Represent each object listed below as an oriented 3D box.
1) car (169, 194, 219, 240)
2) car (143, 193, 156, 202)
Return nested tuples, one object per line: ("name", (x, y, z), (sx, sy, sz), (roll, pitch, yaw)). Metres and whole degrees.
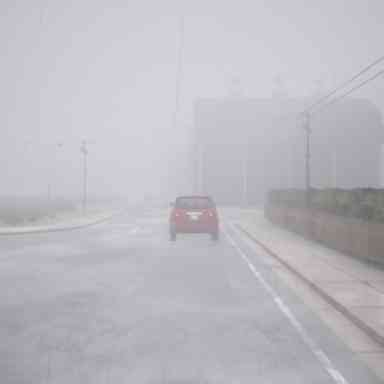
("car", (0.094, 1.114, 16.306), (2.150, 2.045, 5.566), (0, 0, 0))
("car", (-8.022, 0.935, 63.729), (2.097, 1.767, 4.553), (0, 0, -1))
